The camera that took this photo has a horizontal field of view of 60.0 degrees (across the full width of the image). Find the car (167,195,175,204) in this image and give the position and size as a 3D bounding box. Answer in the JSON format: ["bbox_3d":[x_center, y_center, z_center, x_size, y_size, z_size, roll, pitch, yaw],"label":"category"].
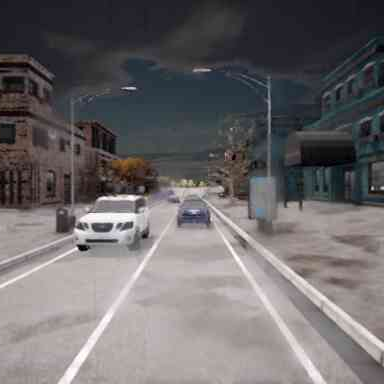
[{"bbox_3d":[-3.036,1.154,55.120,1.812,1.442,4.674,0,0,0],"label":"car"}]

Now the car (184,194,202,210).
[{"bbox_3d":[0.116,1.102,39.867,2.097,1.767,4.553,0,0,0],"label":"car"}]

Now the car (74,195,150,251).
[{"bbox_3d":[-3.093,1.168,14.109,2.150,2.045,5.566,0,0,0],"label":"car"}]

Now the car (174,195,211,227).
[{"bbox_3d":[0.109,1.243,22.190,2.097,1.767,4.553,0,0,0],"label":"car"}]
